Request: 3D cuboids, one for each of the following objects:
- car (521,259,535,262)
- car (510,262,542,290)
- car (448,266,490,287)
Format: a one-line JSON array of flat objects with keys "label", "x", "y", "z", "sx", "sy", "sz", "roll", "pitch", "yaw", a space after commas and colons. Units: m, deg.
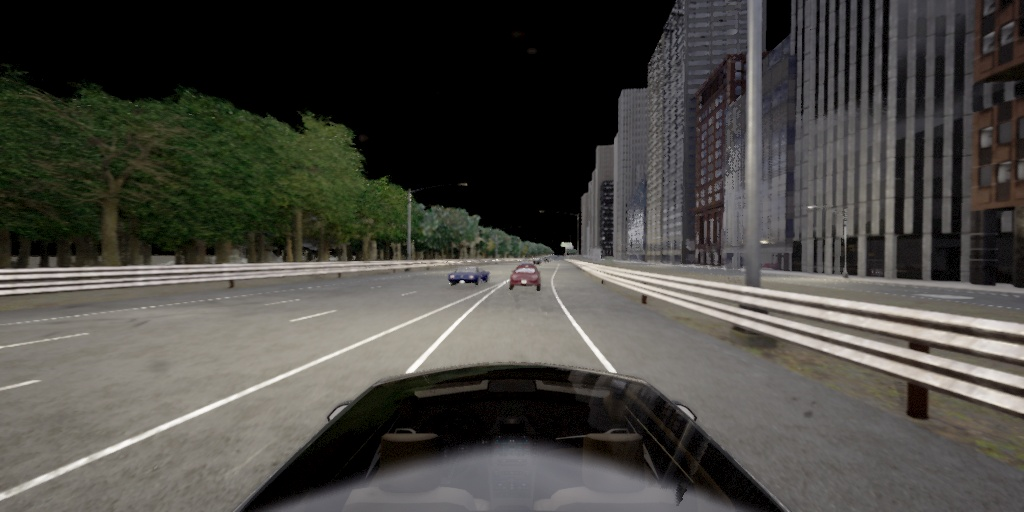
[{"label": "car", "x": 2.208, "y": 1.472, "z": 60.052, "sx": 1.895, "sy": 1.301, "sz": 4.718, "roll": 1, "pitch": 0, "yaw": 8}, {"label": "car", "x": 0.919, "y": 1.313, "z": 22.791, "sx": 1.812, "sy": 1.442, "sz": 4.674, "roll": 0, "pitch": 0, "yaw": 5}, {"label": "car", "x": -2.818, "y": 1.357, "z": 24.734, "sx": 1.895, "sy": 1.301, "sz": 4.718, "roll": 1, "pitch": 0, "yaw": 8}]
